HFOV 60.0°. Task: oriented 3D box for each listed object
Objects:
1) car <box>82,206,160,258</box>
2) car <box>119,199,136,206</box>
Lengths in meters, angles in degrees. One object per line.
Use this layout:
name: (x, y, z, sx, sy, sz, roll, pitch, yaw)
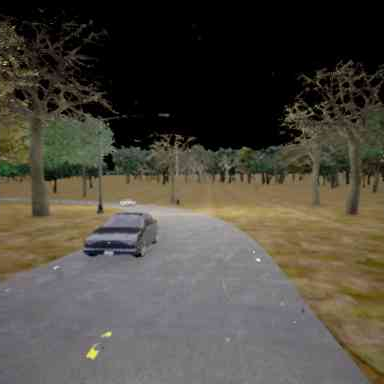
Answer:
car: (-2.430, 1.497, 12.869, 2.033, 1.411, 5.357, 0, 0, 3)
car: (-10.434, 1.787, 53.962, 1.895, 1.301, 4.718, -1, 0, -24)
